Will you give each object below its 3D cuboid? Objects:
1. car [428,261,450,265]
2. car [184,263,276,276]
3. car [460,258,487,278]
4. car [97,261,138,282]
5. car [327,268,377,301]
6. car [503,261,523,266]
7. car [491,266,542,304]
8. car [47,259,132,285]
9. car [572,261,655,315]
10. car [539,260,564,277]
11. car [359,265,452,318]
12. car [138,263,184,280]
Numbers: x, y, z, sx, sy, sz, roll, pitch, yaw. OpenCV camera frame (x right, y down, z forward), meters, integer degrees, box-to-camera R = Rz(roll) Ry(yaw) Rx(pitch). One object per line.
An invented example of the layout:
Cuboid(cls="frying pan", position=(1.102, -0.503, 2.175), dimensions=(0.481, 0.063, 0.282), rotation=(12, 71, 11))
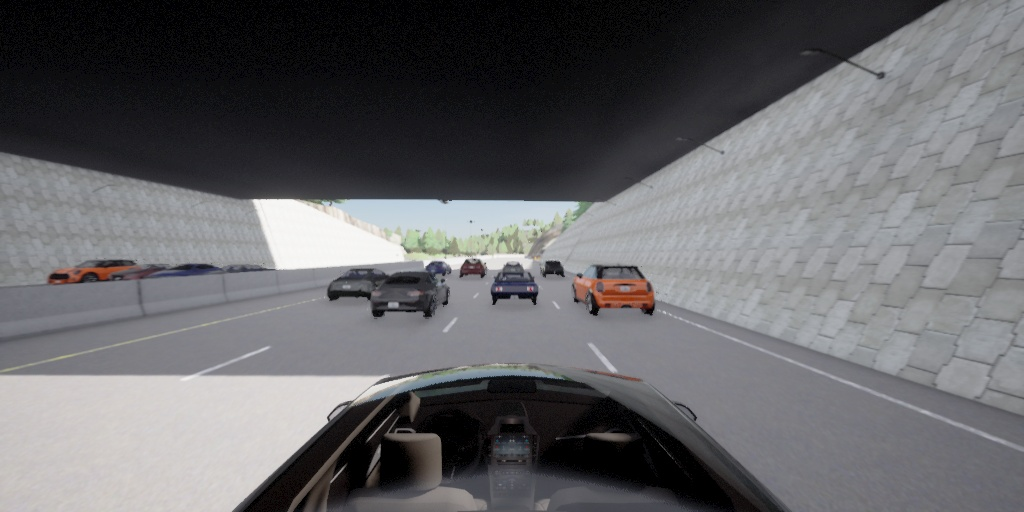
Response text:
Cuboid(cls="car", position=(-6.922, 1.141, 33.736), dimensions=(1.812, 1.442, 4.674), rotation=(0, 0, 0))
Cuboid(cls="car", position=(-17.600, 1.208, 23.170), dimensions=(2.033, 1.411, 5.357), rotation=(0, 0, 0))
Cuboid(cls="car", position=(-3.406, 0.973, 32.402), dimensions=(2.097, 1.767, 4.553), rotation=(0, 0, 0))
Cuboid(cls="car", position=(-24.599, 1.220, 24.360), dimensions=(1.994, 1.385, 4.181), rotation=(0, 0, 0))
Cuboid(cls="car", position=(-6.898, 1.250, 16.962), dimensions=(1.994, 1.385, 4.181), rotation=(0, 0, 0))
Cuboid(cls="car", position=(0.093, 1.181, 33.412), dimensions=(1.994, 1.385, 4.181), rotation=(0, 0, 0))
Cuboid(cls="car", position=(0.101, 1.291, 15.999), dimensions=(1.895, 1.301, 4.718), rotation=(0, 0, 0))
Cuboid(cls="car", position=(-28.098, 1.008, 24.427), dimensions=(2.097, 1.767, 4.553), rotation=(0, 0, 0))
Cuboid(cls="car", position=(3.600, 1.051, 13.538), dimensions=(2.097, 1.767, 4.553), rotation=(0, 0, 0))
Cuboid(cls="car", position=(3.593, 1.124, 32.718), dimensions=(1.837, 1.490, 4.892), rotation=(0, 0, 0))
Cuboid(cls="car", position=(-3.413, 1.230, 12.598), dimensions=(1.812, 1.442, 4.674), rotation=(0, 0, 0))
Cuboid(cls="car", position=(-21.100, 1.185, 23.562), dimensions=(1.812, 1.442, 4.674), rotation=(0, 0, 0))
